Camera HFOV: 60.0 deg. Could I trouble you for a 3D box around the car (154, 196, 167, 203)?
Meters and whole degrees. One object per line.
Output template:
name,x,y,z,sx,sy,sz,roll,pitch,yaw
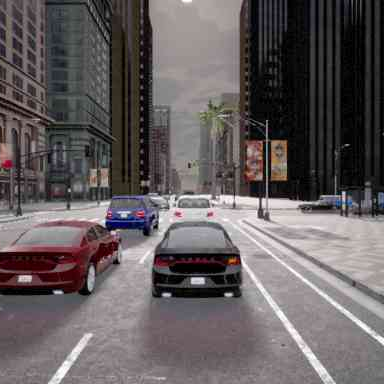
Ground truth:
car,-6.521,1.531,69.217,2.128,1.511,4.902,0,0,0

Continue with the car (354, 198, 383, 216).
car,17.061,1.551,31.231,4.403,1.369,2.008,0,0,0

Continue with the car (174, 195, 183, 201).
car,-3.275,1.502,81.603,1.837,1.490,4.892,0,0,0

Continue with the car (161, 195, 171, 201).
car,-6.525,1.527,83.915,2.128,1.511,4.902,0,0,0

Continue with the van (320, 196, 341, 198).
van,17.054,1.317,39.756,3.998,1.788,1.690,0,0,0

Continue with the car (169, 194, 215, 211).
car,0.096,1.222,18.532,2.150,2.045,5.566,0,0,0

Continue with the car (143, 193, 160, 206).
car,-6.603,1.228,55.353,2.150,2.045,5.566,0,0,0

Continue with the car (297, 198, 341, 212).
car,14.234,1.586,37.093,4.718,1.301,1.895,0,0,0

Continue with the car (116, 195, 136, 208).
car,-9.889,1.357,50.338,2.097,1.767,4.553,0,0,1

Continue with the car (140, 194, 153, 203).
car,-9.772,1.364,71.942,2.097,1.767,4.553,0,0,0

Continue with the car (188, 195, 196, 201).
car,-0.025,1.511,83.197,1.837,1.490,4.892,0,0,0

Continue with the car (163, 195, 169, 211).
car,-4.191,1.496,39.968,2.128,1.511,4.902,0,0,-24

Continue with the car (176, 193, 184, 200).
car,-3.277,1.200,91.993,2.097,1.767,4.553,0,0,0

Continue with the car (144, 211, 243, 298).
car,0.096,1.478,8.572,1.882,1.535,5.008,0,0,0

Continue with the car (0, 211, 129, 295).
car,-3.153,1.478,8.726,1.882,1.535,5.008,0,0,0

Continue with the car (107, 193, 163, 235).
car,-3.184,1.223,18.591,2.150,2.045,5.566,0,0,2

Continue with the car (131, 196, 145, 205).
car,-9.838,1.533,61.193,1.812,1.442,4.674,0,0,1

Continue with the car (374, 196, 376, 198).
car,23.992,1.200,37.094,5.566,2.045,2.150,0,0,0
